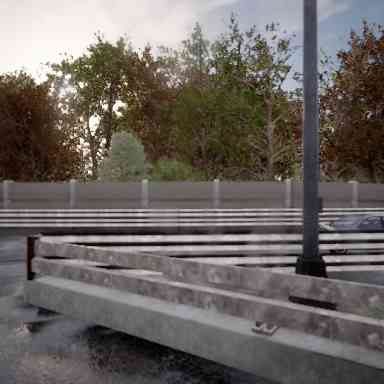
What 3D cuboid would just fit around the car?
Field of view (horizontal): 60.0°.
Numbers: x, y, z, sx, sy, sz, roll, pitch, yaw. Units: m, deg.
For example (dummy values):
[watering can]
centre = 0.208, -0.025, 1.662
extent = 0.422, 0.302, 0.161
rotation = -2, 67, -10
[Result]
[car]
centre = 6.706, 1.549, 12.730
extent = 5.357, 1.411, 2.033
rotation = 0, 0, -6
